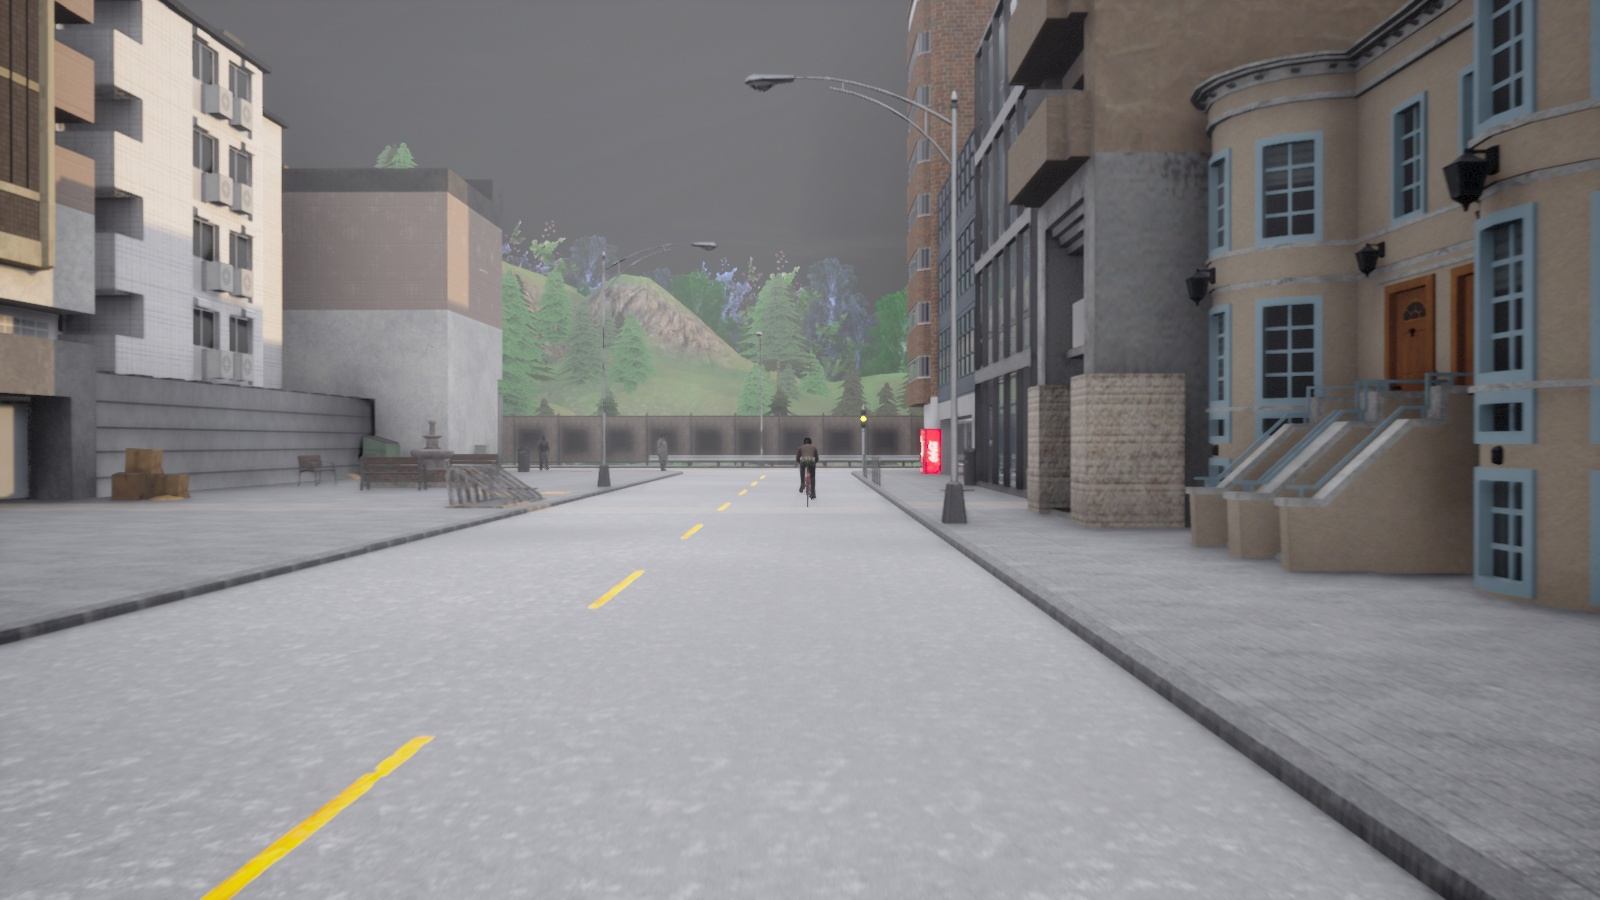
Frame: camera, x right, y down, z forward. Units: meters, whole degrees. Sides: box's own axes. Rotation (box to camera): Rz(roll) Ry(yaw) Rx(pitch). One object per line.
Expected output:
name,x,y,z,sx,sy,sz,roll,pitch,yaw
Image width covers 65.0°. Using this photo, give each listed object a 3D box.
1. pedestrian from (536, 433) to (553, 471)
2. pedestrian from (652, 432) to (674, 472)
pedestrian,-12.631,0.105,61.954,0.563,1.883,0.849,0,0,-32
pedestrian,-6.832,0.096,62.503,0.873,1.952,0.659,0,0,35
